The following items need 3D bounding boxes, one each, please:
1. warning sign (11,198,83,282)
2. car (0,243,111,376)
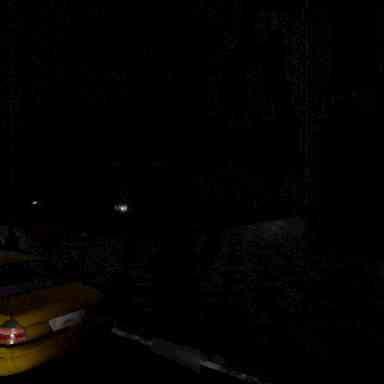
[{"bbox_3d":[-3.614,1.100,8.352,1.060,1.860,1.300,0,0,35],"label":"warning sign"},{"bbox_3d":[-3.389,1.514,5.372,4.829,1.417,1.752,0,0,35],"label":"car"}]
